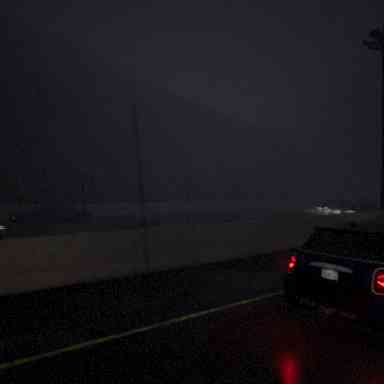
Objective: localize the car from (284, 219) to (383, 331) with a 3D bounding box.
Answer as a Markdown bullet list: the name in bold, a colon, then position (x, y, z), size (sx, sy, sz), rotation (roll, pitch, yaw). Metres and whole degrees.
- **car**: position (3.931, 1.348, 6.612), size (4.553, 1.767, 2.097), rotation (0, 0, -36)
